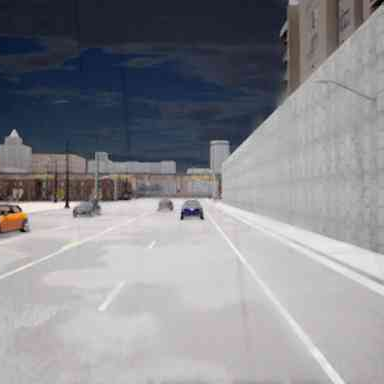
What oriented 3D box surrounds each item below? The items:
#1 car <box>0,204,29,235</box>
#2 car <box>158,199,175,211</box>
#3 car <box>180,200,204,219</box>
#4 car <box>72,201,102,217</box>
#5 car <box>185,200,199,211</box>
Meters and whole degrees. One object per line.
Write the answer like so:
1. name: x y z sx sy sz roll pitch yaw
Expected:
1. car: -10.601 1.458 17.658 2.097 1.767 4.553 0 0 -1
2. car: -3.465 1.786 45.239 1.837 1.490 4.892 0 0 0
3. car: -0.001 1.546 30.904 2.097 1.767 4.553 0 0 0
4. car: -10.517 1.720 33.682 1.837 1.490 4.892 0 -1 0
5. car: 0.037 1.810 45.667 1.812 1.442 4.674 0 0 0
